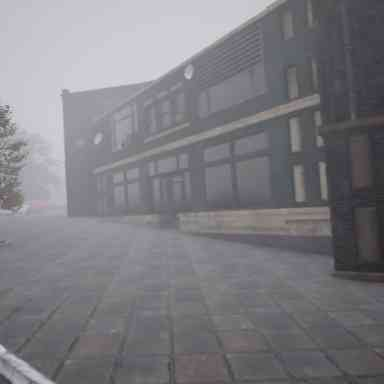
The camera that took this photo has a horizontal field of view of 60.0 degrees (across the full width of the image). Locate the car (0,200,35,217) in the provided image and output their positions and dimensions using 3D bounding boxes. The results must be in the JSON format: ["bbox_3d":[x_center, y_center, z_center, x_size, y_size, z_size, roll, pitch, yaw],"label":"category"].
[{"bbox_3d":[-20.298,1.851,37.370,2.150,2.045,5.566,-4,-1,-1],"label":"car"}]

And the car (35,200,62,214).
[{"bbox_3d":[-22.502,2.197,49.288,2.435,2.045,5.566,-4,-1,13],"label":"car"}]

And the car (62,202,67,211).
[{"bbox_3d":[-20.788,2.432,55.033,2.097,1.535,5.008,-4,-1,19],"label":"car"}]
